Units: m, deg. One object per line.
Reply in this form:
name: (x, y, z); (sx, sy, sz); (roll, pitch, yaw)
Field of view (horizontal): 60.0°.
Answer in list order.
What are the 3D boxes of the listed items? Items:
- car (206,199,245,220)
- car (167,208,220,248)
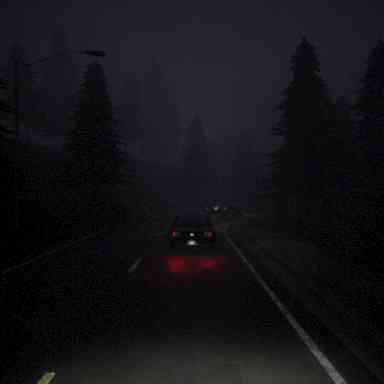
car: (2.883, 1.366, 28.296); (2.097, 1.767, 4.553); (0, 0, 28)
car: (0.000, 1.616, 14.680); (1.895, 1.301, 4.718); (0, 0, 0)
